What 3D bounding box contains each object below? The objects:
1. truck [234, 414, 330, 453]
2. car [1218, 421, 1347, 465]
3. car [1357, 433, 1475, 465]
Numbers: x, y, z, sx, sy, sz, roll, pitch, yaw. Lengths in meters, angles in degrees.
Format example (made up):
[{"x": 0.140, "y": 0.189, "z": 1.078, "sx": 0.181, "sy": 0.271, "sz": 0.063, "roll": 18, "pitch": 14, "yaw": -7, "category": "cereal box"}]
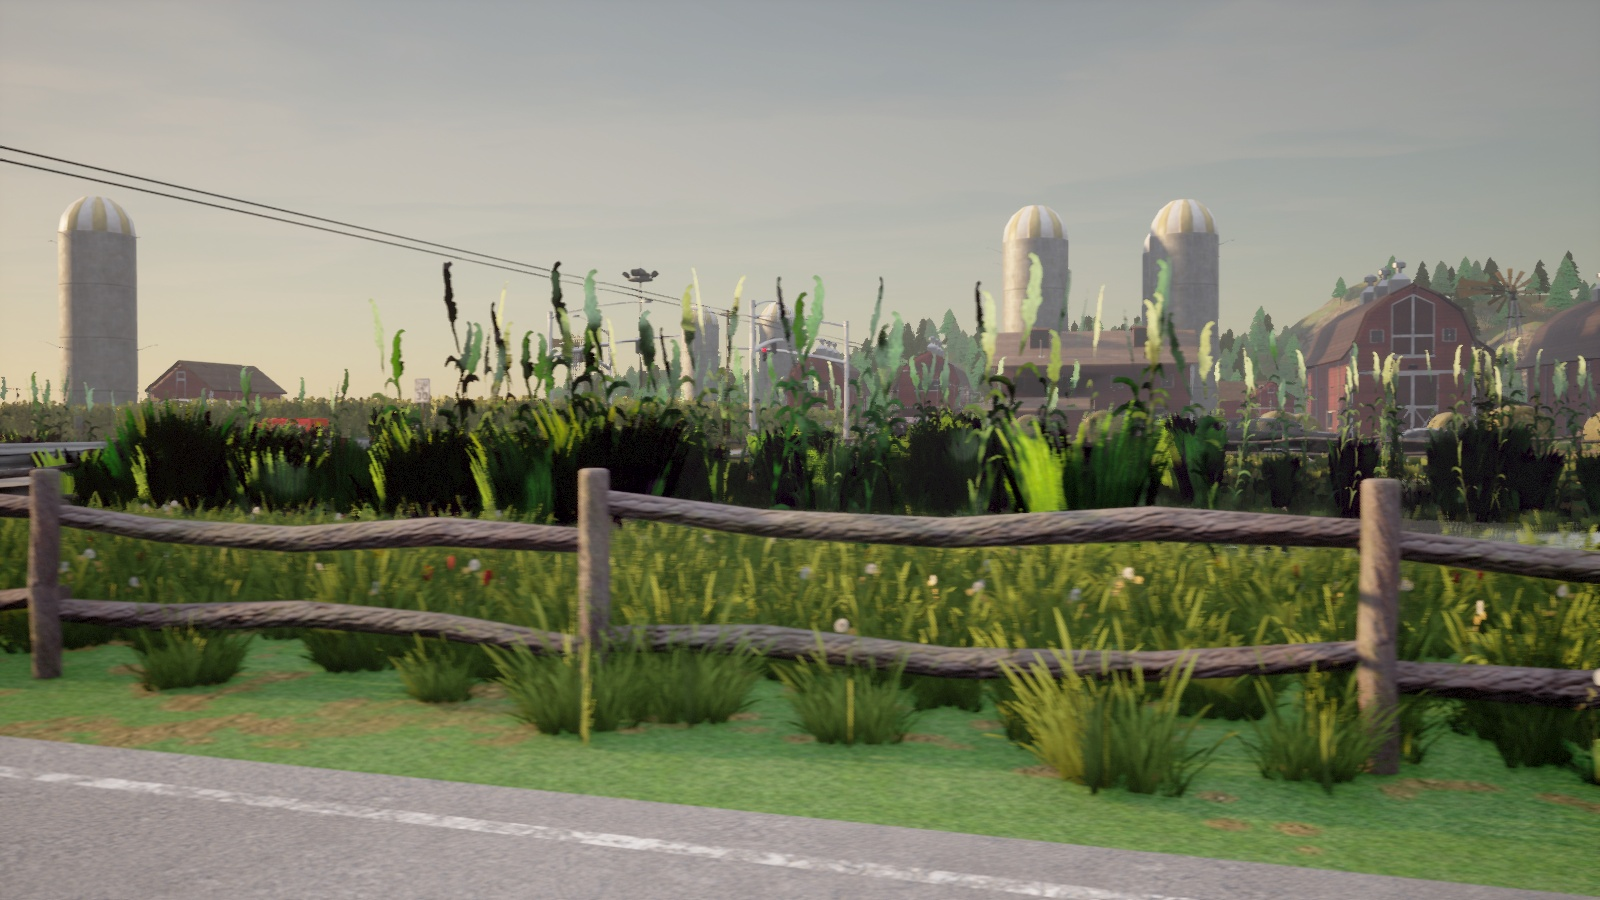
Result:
[{"x": -33.555, "y": -1.081, "z": 81.410, "sx": 5.204, "sy": 2.467, "sz": 2.627, "roll": 0, "pitch": 1, "yaw": 13, "category": "truck"}, {"x": 22.929, "y": -0.354, "z": 59.938, "sx": 5.566, "sy": 2.045, "sz": 2.150, "roll": 0, "pitch": 1, "yaw": 15, "category": "car"}, {"x": 30.148, "y": -0.067, "z": 61.595, "sx": 4.892, "sy": 1.490, "sz": 1.837, "roll": 0, "pitch": 1, "yaw": 15, "category": "car"}]
